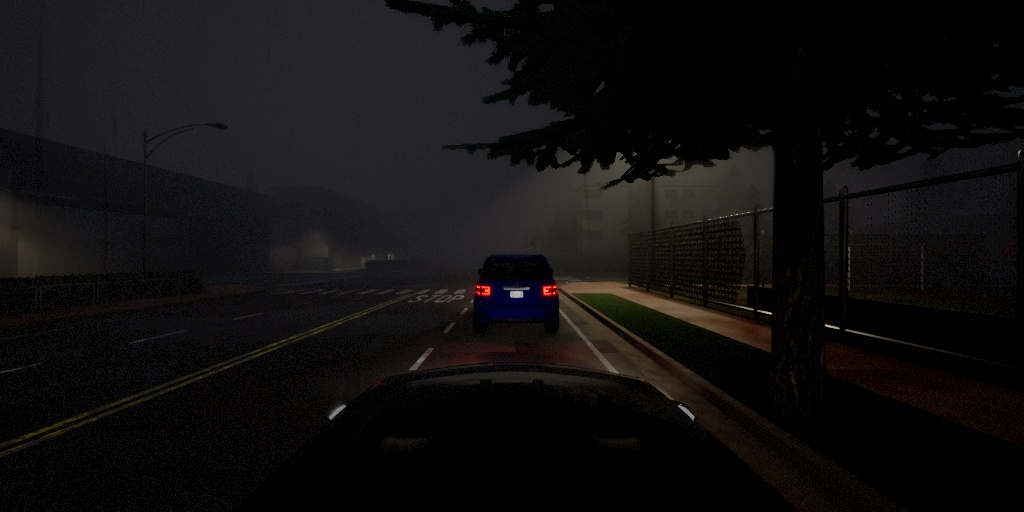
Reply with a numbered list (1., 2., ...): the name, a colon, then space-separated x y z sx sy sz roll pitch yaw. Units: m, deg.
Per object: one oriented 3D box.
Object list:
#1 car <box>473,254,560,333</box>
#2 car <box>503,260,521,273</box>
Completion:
1. car: 0.111 0.972 10.889 2.150 2.045 5.566 0 0 0
2. car: 0.005 1.241 45.745 2.128 1.511 4.902 0 0 0
